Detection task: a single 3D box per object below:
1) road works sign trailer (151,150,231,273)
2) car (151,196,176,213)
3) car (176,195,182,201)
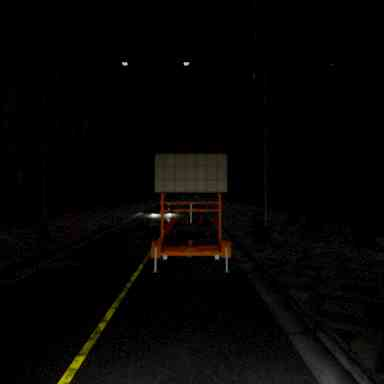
[{"bbox_3d":[-0.029,0.459,10.667,2.380,3.560,2.880,0,0,0],"label":"road works sign trailer"},{"bbox_3d":[-3.209,1.351,36.495,2.097,1.767,4.553,0,0,0],"label":"car"},{"bbox_3d":[-3.237,1.444,77.956,2.033,1.411,5.357,0,0,0],"label":"car"}]
